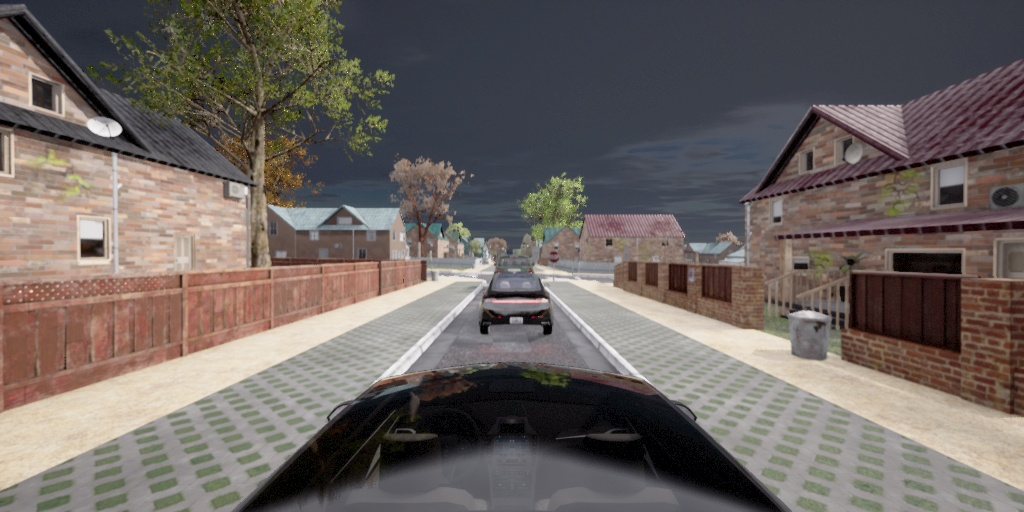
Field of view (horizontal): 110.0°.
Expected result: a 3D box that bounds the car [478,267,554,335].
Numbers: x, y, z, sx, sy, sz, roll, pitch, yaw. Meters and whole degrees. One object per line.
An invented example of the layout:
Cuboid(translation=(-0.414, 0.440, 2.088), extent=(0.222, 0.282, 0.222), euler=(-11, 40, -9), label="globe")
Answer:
Cuboid(translation=(0.106, 1.230, 10.457), extent=(2.128, 1.511, 4.902), euler=(0, 0, 0), label="car")

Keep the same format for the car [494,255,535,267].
Cuboid(translation=(0.127, 0.951, 20.338), extent=(2.150, 2.045, 5.566), euler=(0, 0, 0), label="car")
